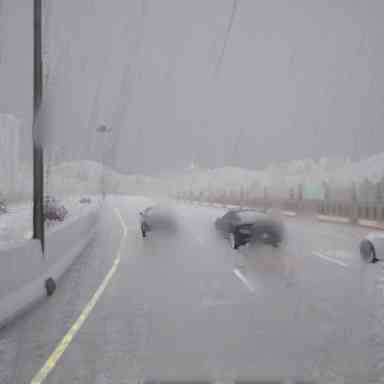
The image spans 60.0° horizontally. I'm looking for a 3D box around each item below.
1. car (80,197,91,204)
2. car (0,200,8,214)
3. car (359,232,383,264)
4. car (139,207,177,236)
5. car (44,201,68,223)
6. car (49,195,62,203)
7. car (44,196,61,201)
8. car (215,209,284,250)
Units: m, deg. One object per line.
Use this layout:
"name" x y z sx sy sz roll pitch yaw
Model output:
"car" -20.898 1.682 65.433 1.895 1.301 4.718 0 0 -14
"car" -20.134 1.591 33.715 1.837 1.490 4.892 0 0 -14
"car" 6.493 1.499 8.897 1.812 1.442 4.674 0 0 -5
"car" -1.932 1.534 18.449 1.812 1.442 4.674 0 0 -11
"car" -11.016 1.647 26.245 1.895 1.301 4.718 0 0 -14
"car" -30.252 1.549 73.788 1.882 1.535 5.008 0 0 -14
"car" -19.075 1.432 43.781 2.097 1.767 4.553 0 0 -14
"car" 2.293 1.469 14.499 1.882 1.535 5.008 0 0 -8
